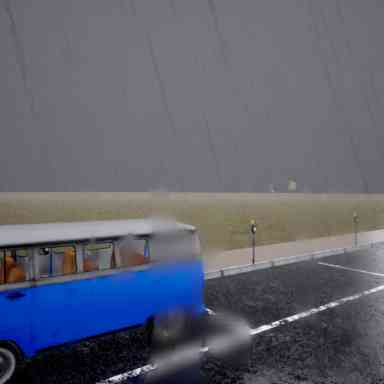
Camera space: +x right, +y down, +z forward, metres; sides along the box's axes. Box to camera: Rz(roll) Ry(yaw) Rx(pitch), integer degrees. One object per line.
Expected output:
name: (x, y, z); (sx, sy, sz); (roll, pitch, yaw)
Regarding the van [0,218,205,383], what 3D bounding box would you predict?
van: (-1.696, 1.341, 4.875); (3.998, 1.788, 1.690); (0, 1, -36)
